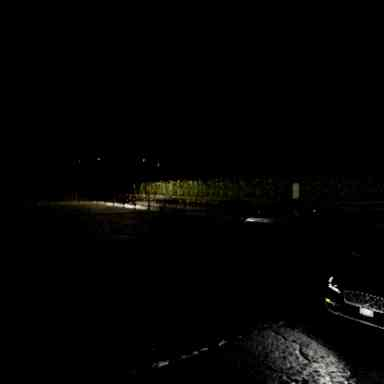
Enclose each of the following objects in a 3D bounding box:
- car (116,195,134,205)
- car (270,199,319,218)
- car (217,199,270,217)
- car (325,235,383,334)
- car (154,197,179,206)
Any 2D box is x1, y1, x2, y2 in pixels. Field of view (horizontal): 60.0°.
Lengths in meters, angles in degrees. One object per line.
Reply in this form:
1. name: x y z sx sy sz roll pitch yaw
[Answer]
1. car: -10.392 1.183 52.216 1.837 1.490 4.892 0 0 -32
2. car: 8.728 1.385 29.427 1.882 1.535 5.008 0 0 -33
3. car: 4.229 1.379 29.573 1.837 1.490 4.892 0 0 -33
4. car: 4.470 1.513 6.379 4.892 1.490 1.837 0 1 -38
5. car: -3.916 1.340 48.833 1.895 1.301 4.718 0 0 -33
